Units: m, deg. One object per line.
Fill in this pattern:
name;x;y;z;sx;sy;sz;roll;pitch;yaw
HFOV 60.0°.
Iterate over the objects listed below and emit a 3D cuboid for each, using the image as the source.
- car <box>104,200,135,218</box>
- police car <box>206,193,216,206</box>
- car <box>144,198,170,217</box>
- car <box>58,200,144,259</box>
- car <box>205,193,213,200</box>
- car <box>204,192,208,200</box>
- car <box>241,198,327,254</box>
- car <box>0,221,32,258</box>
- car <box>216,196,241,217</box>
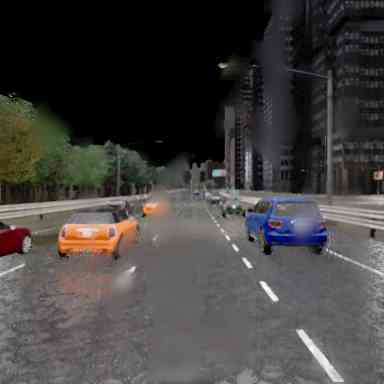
car;-6.790;1.522;31.629;1.837;1.490;4.892;0;0;0
police car;3.808;1.361;53.564;1.930;1.638;5.238;0;0;1
car;-3.290;1.370;31.316;2.097;1.767;4.553;0;0;0
car;-3.379;1.379;12.881;2.097;1.767;4.553;0;0;0
car;4.296;1.197;86.355;1.882;1.535;5.008;0;1;1
car;3.944;1.242;64.394;2.097;1.767;4.553;0;0;1
car;3.622;1.250;13.728;2.150;2.045;5.566;0;0;0
car;-6.885;1.501;10.392;1.882;1.535;5.008;0;0;0
car;3.710;1.370;31.372;2.097;1.767;4.553;0;0;0
